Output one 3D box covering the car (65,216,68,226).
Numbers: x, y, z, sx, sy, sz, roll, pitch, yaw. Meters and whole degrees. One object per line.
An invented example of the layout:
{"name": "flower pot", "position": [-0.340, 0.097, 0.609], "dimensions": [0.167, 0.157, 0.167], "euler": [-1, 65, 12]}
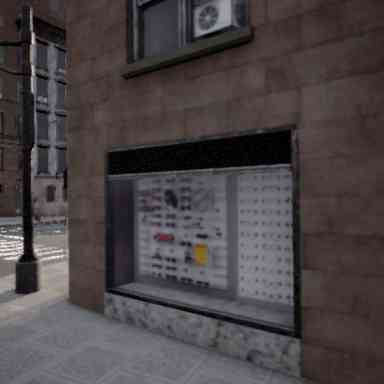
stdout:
{"name": "car", "position": [-6.240, 1.635, 22.680], "dimensions": [2.128, 1.511, 4.902], "euler": [-1, -1, 35]}
